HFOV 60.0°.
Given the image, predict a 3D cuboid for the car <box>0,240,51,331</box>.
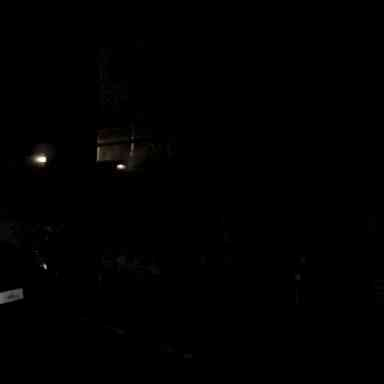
[{"bbox_3d":[-4.296,1.527,6.027,4.313,1.339,1.947,0,0,36],"label":"car"}]
